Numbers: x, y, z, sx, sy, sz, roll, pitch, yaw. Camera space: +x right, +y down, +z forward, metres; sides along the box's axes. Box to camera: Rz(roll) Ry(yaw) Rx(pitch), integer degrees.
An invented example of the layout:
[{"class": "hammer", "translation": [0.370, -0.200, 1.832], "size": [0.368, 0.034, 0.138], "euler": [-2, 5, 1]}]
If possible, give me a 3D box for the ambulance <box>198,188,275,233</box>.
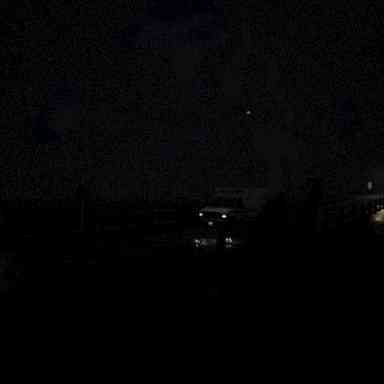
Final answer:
[{"class": "ambulance", "translation": [2.839, 0.976, 20.357], "size": [2.351, 2.431, 6.366], "euler": [2, 1, 35]}]
